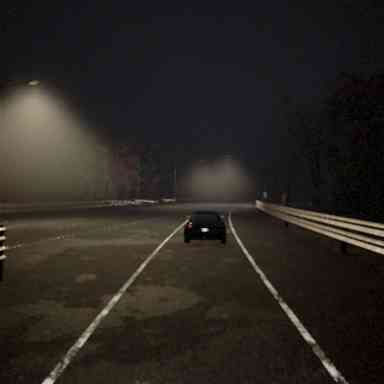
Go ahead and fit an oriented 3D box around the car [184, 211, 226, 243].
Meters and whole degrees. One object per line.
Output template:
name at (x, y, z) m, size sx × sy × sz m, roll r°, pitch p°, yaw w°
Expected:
car at (0.695, 1.668, 16.783) m, size 1.994 × 1.385 × 4.181 m, roll 0°, pitch 0°, yaw 3°
